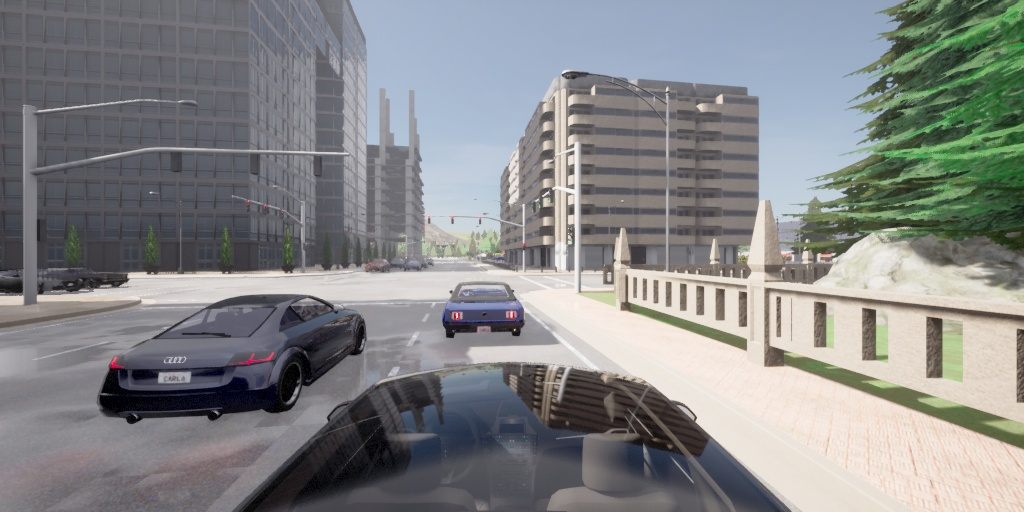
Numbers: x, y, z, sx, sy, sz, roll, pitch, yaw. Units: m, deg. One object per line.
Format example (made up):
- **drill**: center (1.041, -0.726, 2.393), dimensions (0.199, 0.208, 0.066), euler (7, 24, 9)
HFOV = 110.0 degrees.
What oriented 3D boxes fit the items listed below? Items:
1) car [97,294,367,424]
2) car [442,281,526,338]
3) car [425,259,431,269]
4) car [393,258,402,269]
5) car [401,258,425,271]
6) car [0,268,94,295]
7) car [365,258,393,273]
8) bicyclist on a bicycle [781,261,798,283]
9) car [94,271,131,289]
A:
- **car**: center (-3.928, 1.314, 5.963), dimensions (1.994, 1.385, 4.181), euler (0, 0, -6)
- **car**: center (-0.847, 1.351, 10.200), dimensions (1.895, 1.301, 4.718), euler (0, 0, -6)
- **car**: center (-14.435, 1.102, 56.420), dimensions (2.097, 1.767, 4.553), euler (0, 0, -8)
- **car**: center (-17.698, 1.103, 54.482), dimensions (2.097, 1.767, 4.553), euler (0, 0, -8)
- **car**: center (-13.316, 1.276, 48.372), dimensions (1.812, 1.442, 4.674), euler (0, 0, -8)
- **car**: center (-25.946, 1.369, 19.215), dimensions (4.181, 1.385, 1.994), euler (0, 0, -7)
- **car**: center (-16.162, 1.102, 43.276), dimensions (2.097, 1.767, 4.553), euler (0, 0, -8)
- **bicyclist on a bicycle**: center (16.443, 1.106, 21.578), dimensions (0.582, 1.620, 1.656), euler (0, 0, -8)
- **car**: center (-27.411, 1.406, 22.565), dimensions (4.718, 1.301, 1.895), euler (0, 0, -8)
